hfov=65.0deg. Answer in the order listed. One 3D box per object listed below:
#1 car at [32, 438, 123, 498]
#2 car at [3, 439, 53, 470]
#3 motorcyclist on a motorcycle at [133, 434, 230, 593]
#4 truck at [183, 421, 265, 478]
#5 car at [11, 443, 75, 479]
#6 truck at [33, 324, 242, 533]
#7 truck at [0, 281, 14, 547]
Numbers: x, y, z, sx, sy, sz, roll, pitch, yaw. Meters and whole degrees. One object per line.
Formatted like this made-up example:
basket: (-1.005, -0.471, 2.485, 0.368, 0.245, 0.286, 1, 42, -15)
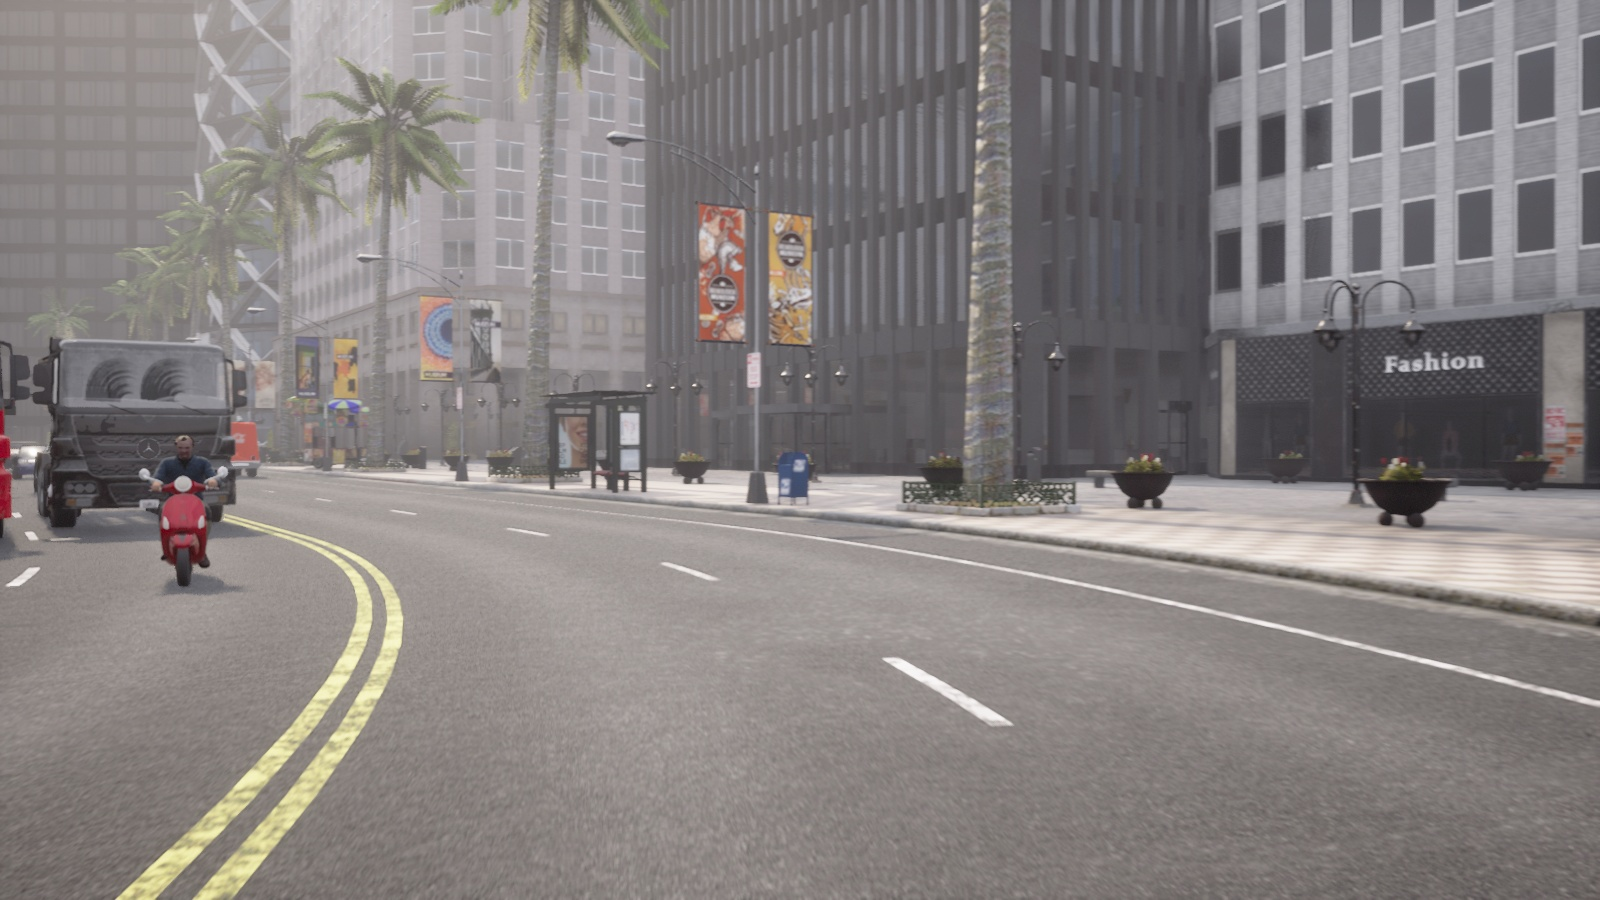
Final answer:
car: (-21.431, 0.472, 37.149, 2.033, 1.649, 4.856, 0, 0, -33)
car: (-42.780, 0.209, 69.538, 2.242, 1.667, 4.611, 0, 0, -33)
motorcyclist on a motorcycle: (-6.648, 0.625, 13.575, 0.866, 1.590, 1.817, -1, 1, -24)
truck: (-26.280, -0.056, 57.203, 2.627, 2.467, 5.204, 0, 0, -33)
car: (-32.818, 0.448, 54.405, 2.163, 1.488, 4.792, 0, 0, -33)
truck: (-13.336, -0.372, 24.876, 2.891, 3.462, 7.936, 0, 0, -33)
truck: (-14.889, -0.532, 20.870, 2.891, 3.827, 8.468, 0, 0, -33)
